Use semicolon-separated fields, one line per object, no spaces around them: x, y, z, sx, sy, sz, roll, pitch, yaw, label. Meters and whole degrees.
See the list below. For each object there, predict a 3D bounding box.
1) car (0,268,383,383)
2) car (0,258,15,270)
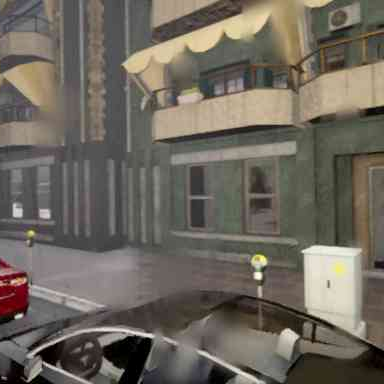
-0.191;1.582;2.869;4.313;1.339;1.947;-1;-1;36;car
-4.806;1.615;6.162;4.507;1.381;1.887;-1;-1;36;car
